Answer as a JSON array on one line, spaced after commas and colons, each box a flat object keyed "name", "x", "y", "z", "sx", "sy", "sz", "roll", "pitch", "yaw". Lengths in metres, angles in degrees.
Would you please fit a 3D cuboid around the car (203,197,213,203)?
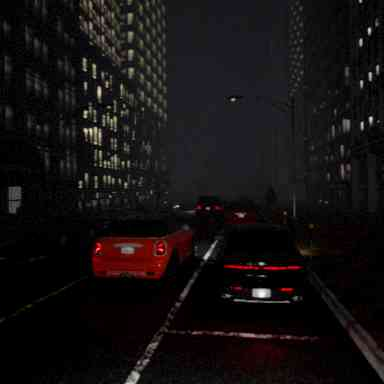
[{"name": "car", "x": 3.663, "y": 1.871, "z": 77.419, "sx": 1.752, "sy": 1.417, "sz": 4.829, "roll": -1, "pitch": 0, "yaw": 9}]

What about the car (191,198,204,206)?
[{"name": "car", "x": 1.008, "y": 1.883, "z": 60.748, "sx": 1.802, "sy": 1.307, "sz": 4.206, "roll": -1, "pitch": 0, "yaw": 9}]

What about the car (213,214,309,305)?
[{"name": "car", "x": 1.590, "y": 1.523, "z": 8.196, "sx": 1.837, "sy": 1.490, "sz": 4.892, "roll": -1, "pitch": 0, "yaw": 9}]

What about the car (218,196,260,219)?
[{"name": "car", "x": 3.019, "y": 1.375, "z": 20.142, "sx": 2.192, "sy": 1.841, "sz": 5.009, "roll": -1, "pitch": 0, "yaw": 9}]

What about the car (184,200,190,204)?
[{"name": "car", "x": -0.780, "y": 1.822, "z": 49.522, "sx": 2.008, "sy": 1.369, "sz": 4.403, "roll": -1, "pitch": 0, "yaw": 9}]

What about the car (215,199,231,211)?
[{"name": "car", "x": 4.242, "y": 1.694, "z": 44.745, "sx": 1.812, "sy": 1.442, "sz": 4.674, "roll": -1, "pitch": 0, "yaw": 9}]

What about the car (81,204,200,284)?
[{"name": "car", "x": -1.200, "y": 1.424, "z": 10.052, "sx": 2.097, "sy": 1.767, "sz": 4.553, "roll": -1, "pitch": 0, "yaw": 9}]

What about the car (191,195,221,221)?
[{"name": "car", "x": 1.634, "y": 1.343, "z": 27.866, "sx": 2.150, "sy": 2.045, "sz": 5.566, "roll": -1, "pitch": 0, "yaw": 9}]

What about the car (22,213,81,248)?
[{"name": "car", "x": -6.144, "y": 1.723, "z": 15.845, "sx": 1.887, "sy": 1.381, "sz": 4.507, "roll": -1, "pitch": 0, "yaw": 9}]

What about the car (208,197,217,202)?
[{"name": "car", "x": 5.478, "y": 1.942, "z": 88.813, "sx": 1.947, "sy": 1.339, "sz": 4.313, "roll": -1, "pitch": 0, "yaw": 9}]

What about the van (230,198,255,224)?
[{"name": "van", "x": 3.914, "y": 1.416, "z": 25.755, "sx": 1.690, "sy": 1.788, "sz": 3.998, "roll": -1, "pitch": 0, "yaw": 9}]

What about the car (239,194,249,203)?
[{"name": "car", "x": 11.959, "y": 1.527, "z": 76.271, "sx": 2.192, "sy": 1.841, "sz": 5.009, "roll": -1, "pitch": 0, "yaw": 9}]

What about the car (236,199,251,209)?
[{"name": "car", "x": 7.495, "y": 1.687, "z": 48.204, "sx": 2.008, "sy": 1.369, "sz": 4.403, "roll": -1, "pitch": 0, "yaw": 9}]

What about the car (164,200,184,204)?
[{"name": "car", "x": -2.569, "y": 1.791, "z": 38.297, "sx": 2.008, "sy": 1.369, "sz": 4.403, "roll": -1, "pitch": 0, "yaw": 9}]

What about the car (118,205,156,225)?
[{"name": "car", "x": -4.356, "y": 1.791, "z": 27.071, "sx": 1.802, "sy": 1.307, "sz": 4.206, "roll": -1, "pitch": 0, "yaw": 9}]
